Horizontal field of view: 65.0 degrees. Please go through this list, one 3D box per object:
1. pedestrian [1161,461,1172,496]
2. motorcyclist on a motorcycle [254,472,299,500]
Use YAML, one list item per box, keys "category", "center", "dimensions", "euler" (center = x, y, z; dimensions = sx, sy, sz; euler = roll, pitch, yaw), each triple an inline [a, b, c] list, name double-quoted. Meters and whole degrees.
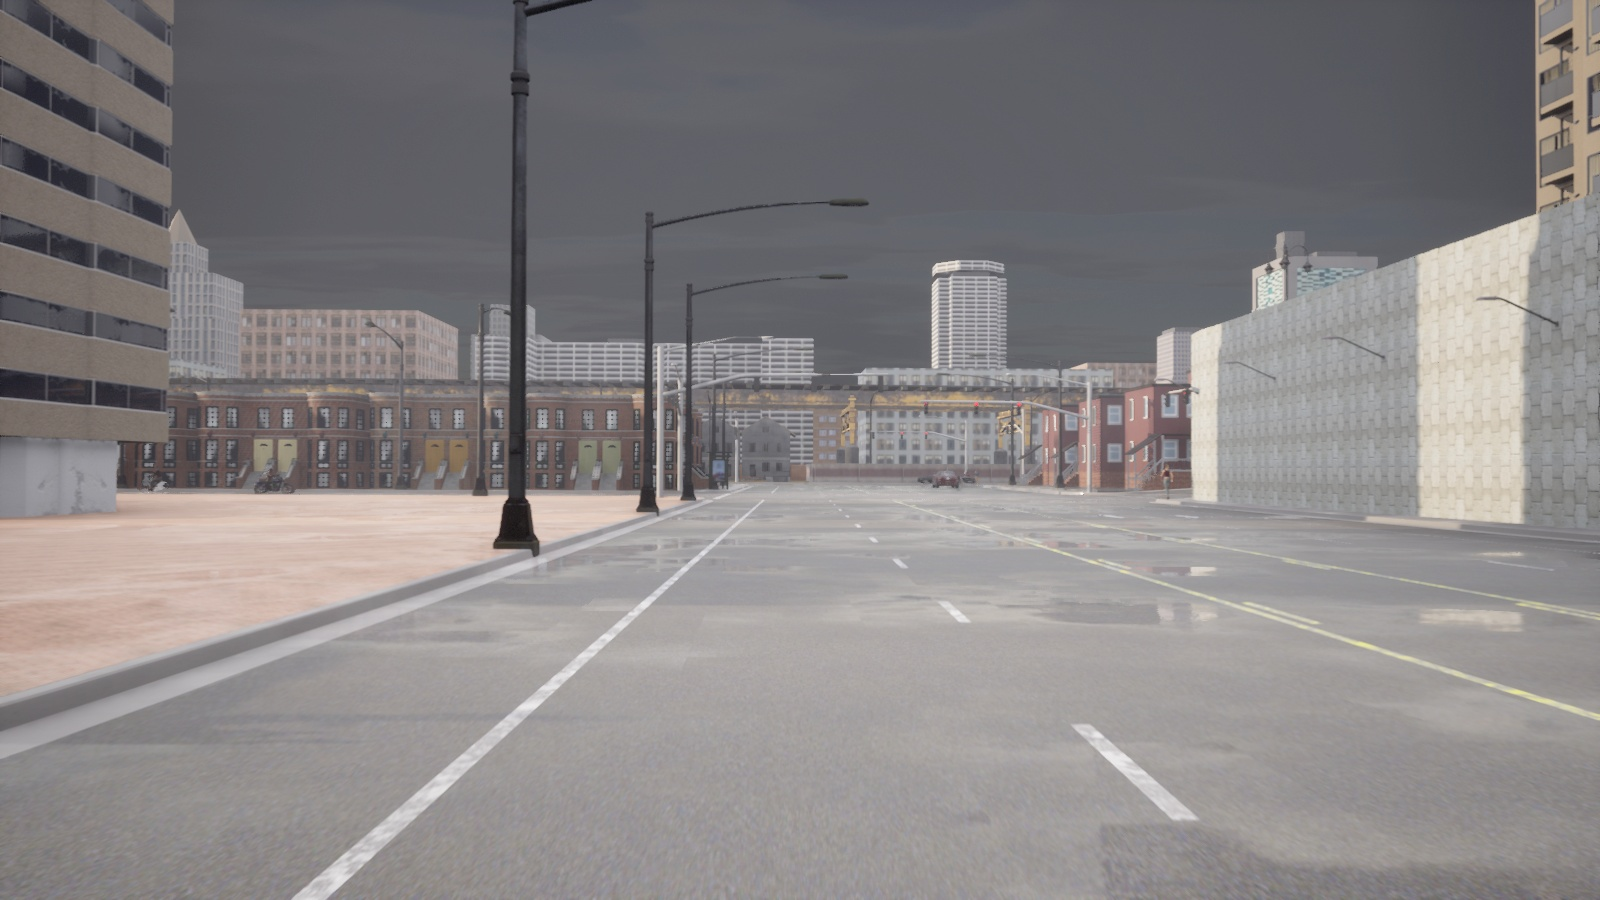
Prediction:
- category: "pedestrian"
  center: [19.175, 1.488, 65.712]
  dimensions: [0.345, 1.836, 0.594]
  euler: [0, -1, 0]
- category: "motorcyclist on a motorcycle"
  center: [-31.389, 2.152, 75.321]
  dimensions: [2.350, 1.649, 0.766]
  euler: [0, -1, 0]
